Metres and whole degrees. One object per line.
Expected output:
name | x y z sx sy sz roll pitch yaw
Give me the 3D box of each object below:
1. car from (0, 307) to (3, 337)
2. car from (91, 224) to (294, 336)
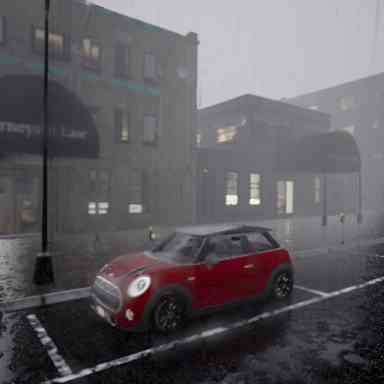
car | -4.375 1.581 3.430 4.206 1.307 1.802 0 1 -35
car | 0.131 1.442 6.642 4.097 1.590 1.967 0 1 -35
